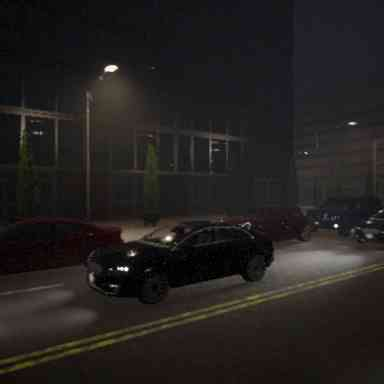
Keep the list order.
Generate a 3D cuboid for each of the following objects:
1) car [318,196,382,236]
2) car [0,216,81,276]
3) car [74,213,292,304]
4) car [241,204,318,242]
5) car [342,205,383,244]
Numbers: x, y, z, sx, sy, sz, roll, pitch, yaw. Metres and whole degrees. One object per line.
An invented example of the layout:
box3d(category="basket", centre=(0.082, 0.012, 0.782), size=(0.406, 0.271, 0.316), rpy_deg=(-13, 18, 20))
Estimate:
box3d(category="car", centre=(8.631, 1.237, 18.619), size=(5.566, 2.045, 2.150), rpy_deg=(0, 0, -35))
box3d(category="car", centre=(-4.405, 1.479, 9.426), size=(5.008, 1.535, 1.882), rpy_deg=(0, 0, -35))
box3d(category="car", centre=(-0.050, 1.496, 8.221), size=(4.902, 1.511, 2.128), rpy_deg=(0, 0, -35))
box3d(category="car", centre=(3.213, 1.362, 14.847), size=(4.553, 1.767, 2.097), rpy_deg=(0, 0, -35))
box3d(category="car", centre=(9.117, 1.504, 14.740), size=(4.902, 1.511, 2.128), rpy_deg=(0, 0, -35))
